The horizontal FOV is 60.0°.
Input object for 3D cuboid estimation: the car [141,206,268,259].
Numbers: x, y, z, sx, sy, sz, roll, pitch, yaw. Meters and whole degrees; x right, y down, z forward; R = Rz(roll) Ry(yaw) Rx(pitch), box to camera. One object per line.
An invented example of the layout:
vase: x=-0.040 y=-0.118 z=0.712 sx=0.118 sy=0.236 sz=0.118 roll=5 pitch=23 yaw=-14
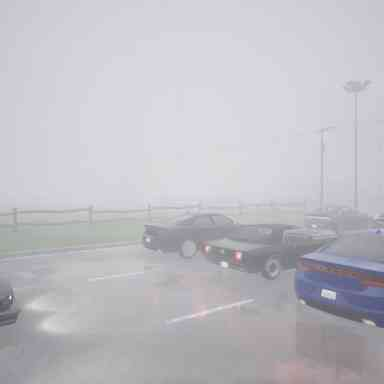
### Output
car: x=0.529 y=1.478 z=12.731 sx=5.008 sy=1.535 sz=1.882 roll=0 pitch=0 yaw=-36

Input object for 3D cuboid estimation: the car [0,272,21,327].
car: x=-5.285 y=1.547 z=4.272 sx=5.357 sy=1.411 sz=2.033 roll=0 pitch=0 yaw=-35

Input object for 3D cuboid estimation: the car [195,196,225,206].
car: x=2.922 y=1.564 z=54.618 sx=1.994 sy=1.385 sz=4.181 roll=0 pitch=0 yaw=-36

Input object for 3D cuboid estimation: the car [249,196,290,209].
car: x=10.326 y=1.526 z=44.500 sx=1.812 sy=1.442 sz=4.674 roll=0 pitch=0 yaw=-36

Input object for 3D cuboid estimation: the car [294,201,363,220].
car: x=8.122 y=1.492 z=18.180 sx=4.902 sy=1.511 sz=2.128 roll=0 pitch=0 yaw=-36

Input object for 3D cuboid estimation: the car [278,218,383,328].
car: x=4.190 y=1.478 z=6.743 sx=5.008 sy=1.535 sz=1.882 roll=0 pitch=0 yaw=-36

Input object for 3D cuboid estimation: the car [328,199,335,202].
car: x=20.886 y=1.503 z=53.780 sx=1.837 sy=1.490 sz=4.892 roll=0 pitch=1 yaw=-36

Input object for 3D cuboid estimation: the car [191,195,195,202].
car: x=-0.935 y=1.450 z=71.894 sx=1.882 sy=1.535 sz=5.008 roll=0 pitch=0 yaw=-36

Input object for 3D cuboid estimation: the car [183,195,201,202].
car: x=0.055 y=1.428 z=76.467 sx=1.994 sy=1.385 sz=4.181 roll=0 pitch=0 yaw=-36

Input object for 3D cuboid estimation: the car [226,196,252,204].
car: x=9.077 y=1.492 z=64.056 sx=2.128 sy=1.511 sz=4.902 roll=0 pitch=0 yaw=-36

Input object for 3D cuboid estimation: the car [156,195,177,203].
car: x=-5.531 y=1.354 z=66.264 sx=2.097 sy=1.767 sz=4.553 roll=0 pitch=0 yaw=-36

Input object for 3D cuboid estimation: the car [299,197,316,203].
car: x=15.295 y=1.491 z=49.560 sx=2.128 sy=1.511 sz=4.902 roll=0 pitch=0 yaw=-36

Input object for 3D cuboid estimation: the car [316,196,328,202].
car: x=18.064 y=1.526 z=51.722 sx=1.812 sy=1.442 sz=4.674 roll=0 pitch=0 yaw=-36

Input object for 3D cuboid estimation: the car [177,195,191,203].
car: x=-2.839 y=1.601 z=68.570 sx=1.895 sy=1.301 sz=4.718 roll=0 pitch=0 yaw=-36

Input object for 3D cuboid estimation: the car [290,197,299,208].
car: x=12.350 y=1.601 z=47.657 sx=1.895 sy=1.301 sz=4.718 roll=0 pitch=0 yaw=-36

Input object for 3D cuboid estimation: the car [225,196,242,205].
car: x=5.647 y=1.504 z=56.826 sx=1.837 sy=1.490 sz=4.892 roll=0 pitch=0 yaw=-36

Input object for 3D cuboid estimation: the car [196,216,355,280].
car: x=2.664 y=1.601 z=9.956 sx=4.718 sy=1.301 sz=1.895 roll=0 pitch=0 yaw=-35

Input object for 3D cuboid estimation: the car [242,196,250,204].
car: x=7.994 y=1.500 z=59.556 sx=1.837 sy=1.490 sz=4.892 roll=0 pitch=2 yaw=-36

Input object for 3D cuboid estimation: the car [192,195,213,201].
car: x=2.406 y=1.391 z=79.180 sx=2.033 sy=1.411 sz=5.357 roll=0 pitch=0 yaw=-36

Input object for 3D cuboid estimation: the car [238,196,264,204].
car: x=11.747 y=1.492 z=66.373 sx=2.128 sy=1.511 sz=4.902 roll=0 pitch=0 yaw=-36

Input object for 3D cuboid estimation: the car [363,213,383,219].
car: x=10.167 y=1.505 z=15.339 sx=4.892 sy=1.490 sz=1.837 roll=0 pitch=0 yaw=-36
